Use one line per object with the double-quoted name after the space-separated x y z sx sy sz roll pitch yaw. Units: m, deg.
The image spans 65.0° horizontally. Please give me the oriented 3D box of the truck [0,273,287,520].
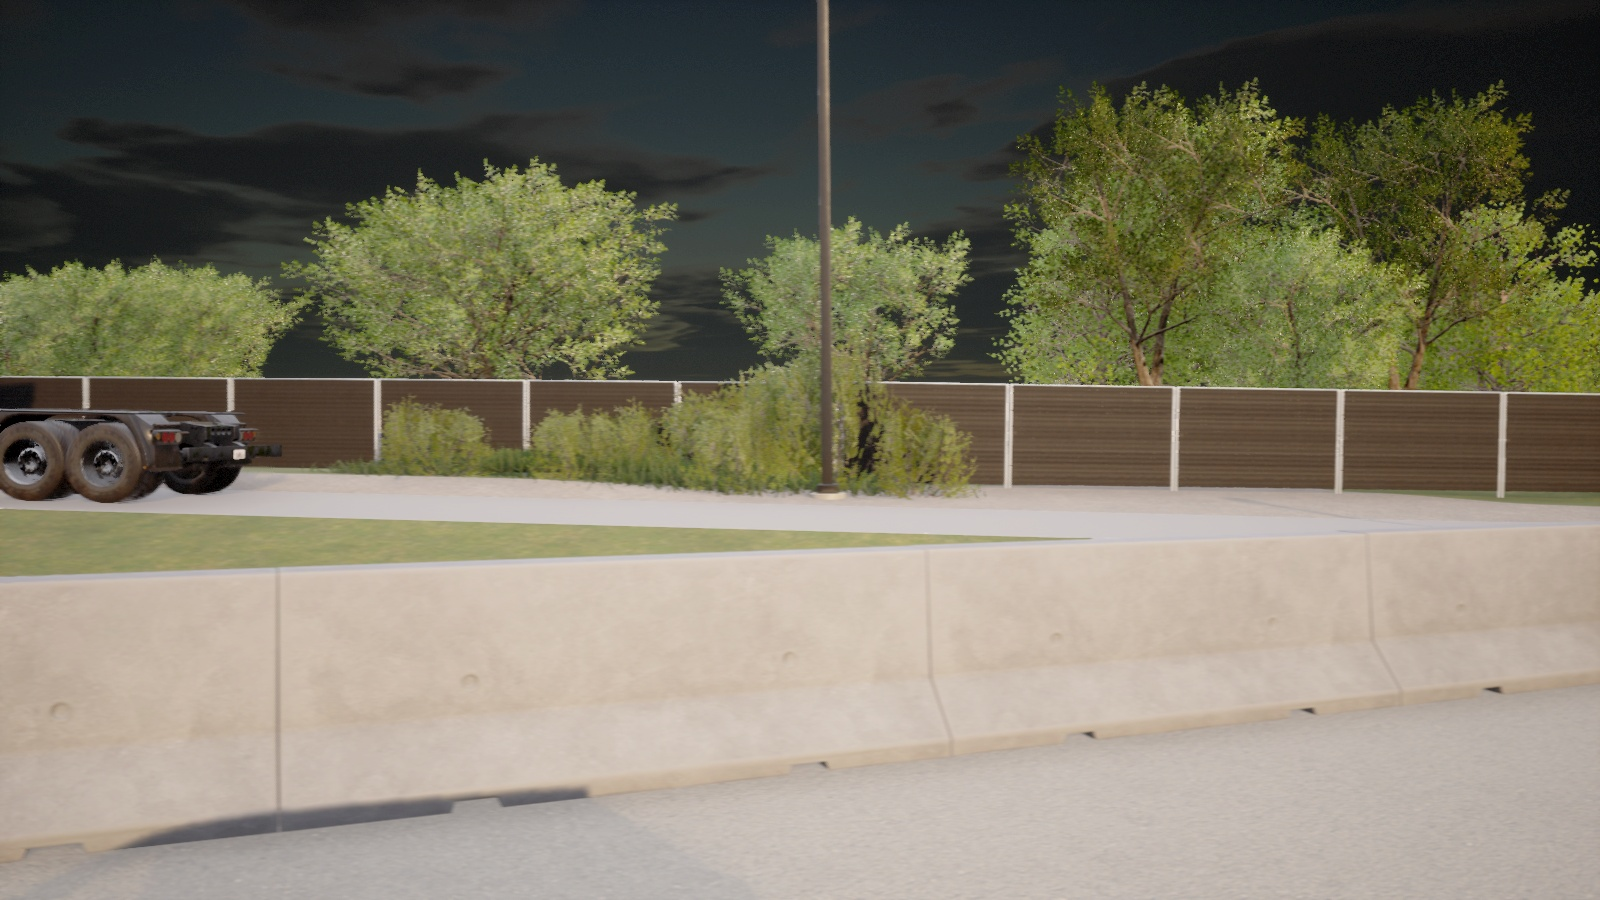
-12.491 -0.784 19.468 7.936 3.462 2.891 0 2 6 "truck"
